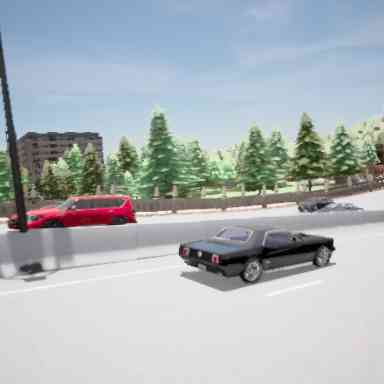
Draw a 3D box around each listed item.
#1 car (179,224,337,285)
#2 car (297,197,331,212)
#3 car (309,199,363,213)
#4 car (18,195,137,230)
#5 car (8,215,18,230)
[{"bbox_3d":[2.063,1.585,9.517,4.718,1.301,1.895,0,0,-36],"label":"car"},{"bbox_3d":[13.061,1.277,34.765,4.892,1.490,1.837,-2,1,-35],"label":"car"},{"bbox_3d":[11.040,1.505,24.754,4.181,1.385,1.994,-1,0,-35],"label":"car"},{"bbox_3d":[-5.599,1.210,17.192,5.566,2.045,2.150,0,0,-35],"label":"car"},{"bbox_3d":[-8.074,1.467,19.725,5.008,1.535,1.882,0,0,-35],"label":"car"}]
